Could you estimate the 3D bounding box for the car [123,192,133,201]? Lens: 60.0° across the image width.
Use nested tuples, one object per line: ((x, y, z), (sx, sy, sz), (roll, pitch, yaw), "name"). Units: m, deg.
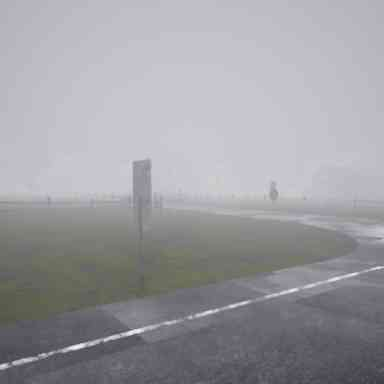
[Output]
((-8.324, 0.750, 48.875), (2.097, 1.767, 4.553), (-1, 1, -35), "car")
